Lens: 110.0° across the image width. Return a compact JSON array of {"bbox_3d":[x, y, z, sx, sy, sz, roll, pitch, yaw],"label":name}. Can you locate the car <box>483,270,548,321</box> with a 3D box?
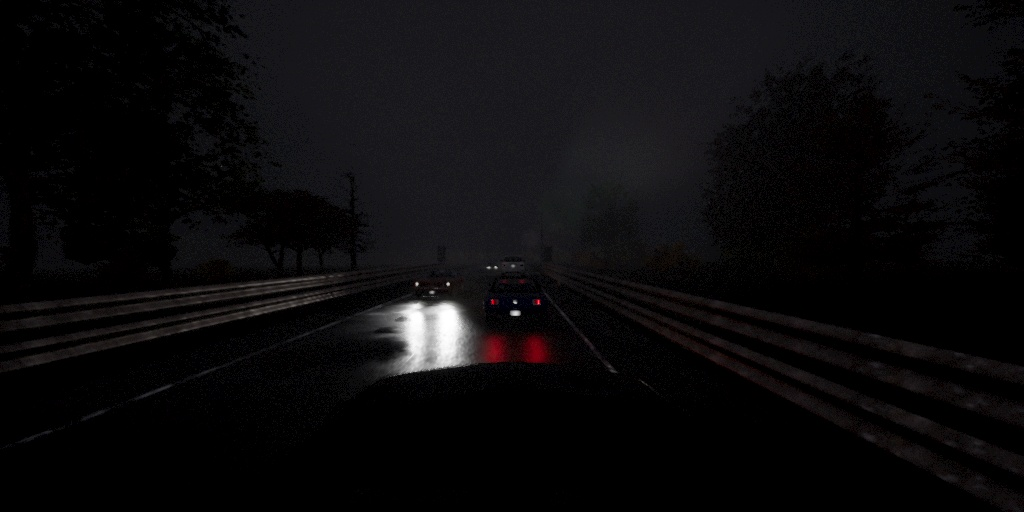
[{"bbox_3d":[0.100,1.344,12.476,1.895,1.301,4.718,0,0,0],"label":"car"}]

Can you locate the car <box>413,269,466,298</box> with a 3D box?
[{"bbox_3d":[-3.602,1.341,18.425,1.895,1.301,4.718,0,0,0],"label":"car"}]

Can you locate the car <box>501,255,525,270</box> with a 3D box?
[{"bbox_3d":[0.097,0.952,34.748,2.150,2.045,5.566,0,0,0],"label":"car"}]
